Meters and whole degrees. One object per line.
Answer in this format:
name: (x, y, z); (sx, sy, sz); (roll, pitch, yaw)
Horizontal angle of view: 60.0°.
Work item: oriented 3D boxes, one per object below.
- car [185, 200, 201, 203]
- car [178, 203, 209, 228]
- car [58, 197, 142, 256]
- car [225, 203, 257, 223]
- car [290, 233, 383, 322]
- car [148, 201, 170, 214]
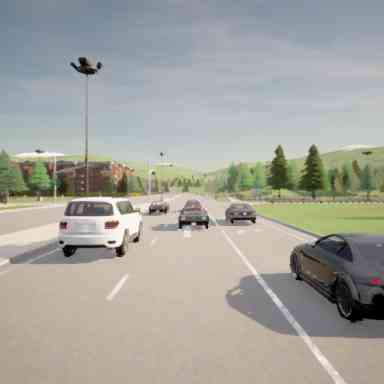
car: (0.113, 1.566, 38.715); (1.994, 1.385, 4.181); (0, 0, 0)
car: (0.105, 1.602, 21.902); (1.895, 1.301, 4.718); (0, 0, 0)
car: (-3.396, 1.222, 13.289); (2.150, 2.045, 5.566); (0, 0, 0)
car: (3.608, 1.548, 25.211); (2.033, 1.411, 5.357); (0, 0, 0)
car: (3.603, 1.564, 7.244); (1.994, 1.385, 4.181); (0, 0, 0)
car: (-3.389, 1.603, 35.062); (1.895, 1.301, 4.718); (0, 0, 0)
